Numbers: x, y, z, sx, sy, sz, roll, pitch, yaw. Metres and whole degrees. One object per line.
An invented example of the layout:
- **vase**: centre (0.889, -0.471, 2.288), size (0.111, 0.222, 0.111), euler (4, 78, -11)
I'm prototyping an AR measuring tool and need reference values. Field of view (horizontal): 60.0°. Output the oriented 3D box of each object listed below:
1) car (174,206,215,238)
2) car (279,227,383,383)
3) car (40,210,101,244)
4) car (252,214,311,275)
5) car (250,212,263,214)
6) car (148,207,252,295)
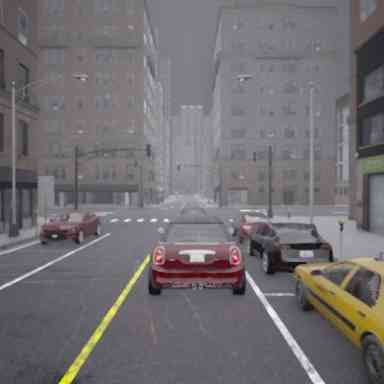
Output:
- **car**: centre (0.102, 1.593, 19.156), size (2.033, 1.411, 5.357), euler (0, 0, 0)
- **car**: centre (2.867, 1.538, 4.992), size (1.752, 1.417, 4.829), euler (-1, 0, 0)
- **car**: centre (-5.675, 1.583, 15.993), size (1.887, 1.381, 4.507), euler (-1, 0, 0)
- **car**: centre (2.869, 1.591, 10.408), size (1.947, 1.339, 4.313), euler (-1, 0, 0)
- **car**: centre (2.870, 1.620, 15.993), size (1.802, 1.307, 4.206), euler (-1, 0, 0)
- **car**: centre (0.103, 1.374, 8.918), size (2.097, 1.767, 4.553), euler (0, 0, 0)
